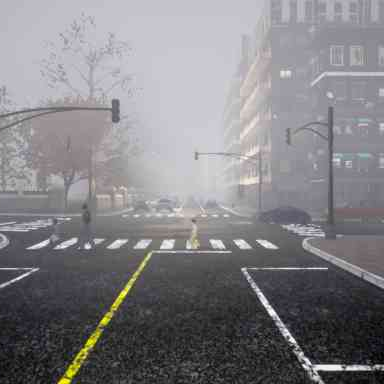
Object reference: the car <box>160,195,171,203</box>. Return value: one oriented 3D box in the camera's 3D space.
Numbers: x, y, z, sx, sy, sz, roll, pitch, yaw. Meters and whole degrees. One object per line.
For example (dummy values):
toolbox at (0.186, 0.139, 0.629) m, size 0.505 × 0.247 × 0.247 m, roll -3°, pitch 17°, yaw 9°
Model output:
car at (-5.827, 1.515, 73.503) m, size 1.967 × 1.590 × 4.097 m, roll 0°, pitch 0°, yaw 0°

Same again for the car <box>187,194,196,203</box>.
car at (-0.130, 1.612, 68.448) m, size 2.033 × 1.411 × 5.357 m, roll 0°, pitch 0°, yaw 0°

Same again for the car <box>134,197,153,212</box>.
car at (-5.762, 1.589, 39.721) m, size 1.947 × 1.339 × 4.313 m, roll 0°, pitch 0°, yaw 0°

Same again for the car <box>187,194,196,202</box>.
car at (-0.148, 1.318, 78.837) m, size 2.097 × 1.767 × 4.553 m, roll 0°, pitch 0°, yaw 0°

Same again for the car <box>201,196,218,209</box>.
car at (2.608, 1.574, 45.367) m, size 1.887 × 1.381 × 4.507 m, roll 0°, pitch 0°, yaw 0°

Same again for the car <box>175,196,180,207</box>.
car at (-3.185, 1.634, 49.051) m, size 1.895 × 1.301 × 4.718 m, roll 0°, pitch 0°, yaw 0°

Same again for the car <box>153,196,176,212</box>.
car at (-3.167, 1.548, 39.128) m, size 1.812 × 1.442 × 4.674 m, roll 0°, pitch 0°, yaw 0°

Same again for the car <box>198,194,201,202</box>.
car at (2.575, 1.494, 62.258) m, size 1.967 × 1.590 × 4.097 m, roll 0°, pitch 0°, yaw 0°

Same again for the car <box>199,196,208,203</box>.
car at (2.553, 1.619, 73.518) m, size 1.887 × 1.381 × 4.507 m, roll 0°, pitch 0°, yaw 0°

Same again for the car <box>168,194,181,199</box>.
car at (-3.174, 1.561, 63.318) m, size 1.837 × 1.490 × 4.892 m, roll 0°, pitch 0°, yaw 0°

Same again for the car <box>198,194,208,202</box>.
car at (2.543, 1.401, 79.148) m, size 2.192 × 1.841 × 5.009 m, roll 0°, pitch 0°, yaw 0°

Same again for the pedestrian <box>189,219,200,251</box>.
pedestrian at (0.145, 1.578, 12.802) m, size 0.375 × 1.300 × 0.375 m, roll 0°, pitch 0°, yaw 0°

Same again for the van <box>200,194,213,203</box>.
van at (2.597, 1.377, 50.998) m, size 1.690 × 1.788 × 3.998 m, roll 0°, pitch 0°, yaw 0°

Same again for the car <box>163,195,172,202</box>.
car at (-5.837, 1.526, 79.132) m, size 1.967 × 1.590 × 4.097 m, roll 0°, pitch 0°, yaw 0°

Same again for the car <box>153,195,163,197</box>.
car at (-5.783, 1.561, 50.812) m, size 1.752 × 1.417 × 4.829 m, roll 0°, pitch 0°, yaw 0°

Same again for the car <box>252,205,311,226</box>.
car at (6.620, 1.681, 24.748) m, size 4.181 × 1.385 × 1.994 m, roll 2°, pitch 0°, yaw -1°

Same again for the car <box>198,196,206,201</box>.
car at (2.531, 1.649, 84.779) m, size 2.008 × 1.369 × 4.403 m, roll 0°, pitch 0°, yaw 0°

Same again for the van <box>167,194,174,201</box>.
van at (-5.860, 1.453, 90.393) m, size 1.690 × 1.788 × 3.998 m, roll 0°, pitch 0°, yaw 0°

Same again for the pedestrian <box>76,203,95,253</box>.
pedestrian at (-3.906, 1.296, 12.196) m, size 0.375 × 1.860 × 0.375 m, roll 0°, pitch 0°, yaw 0°

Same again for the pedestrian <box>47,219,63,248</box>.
pedestrian at (-5.474, 1.286, 13.394) m, size 0.375 × 1.860 × 0.375 m, roll 0°, pitch 0°, yaw 0°

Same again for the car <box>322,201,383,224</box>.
car at (13.415, 1.609, 27.435) m, size 5.009 × 1.841 × 2.192 m, roll 1°, pitch -1°, yaw -1°
